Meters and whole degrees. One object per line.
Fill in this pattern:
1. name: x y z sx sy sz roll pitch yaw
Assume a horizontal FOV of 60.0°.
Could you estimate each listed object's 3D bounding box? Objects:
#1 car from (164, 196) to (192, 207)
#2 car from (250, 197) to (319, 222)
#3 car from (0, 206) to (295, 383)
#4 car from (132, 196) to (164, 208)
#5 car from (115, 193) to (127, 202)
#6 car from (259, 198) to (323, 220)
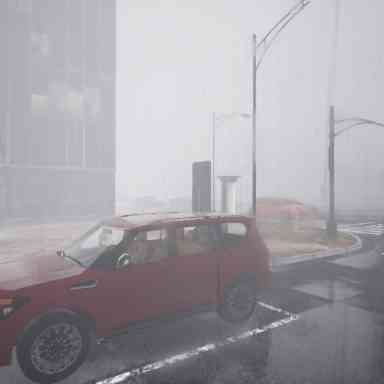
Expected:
1. car: -0.675 1.165 38.515 2.033 1.411 5.357 0 1 -36
2. car: 6.207 1.160 23.683 2.097 1.767 4.553 0 1 -35
3. car: -0.818 1.315 5.592 5.009 1.841 2.192 0 0 -35
4. car: -5.154 1.118 39.108 2.033 1.411 5.357 0 1 -36
5. car: -12.383 0.908 54.515 1.812 1.442 4.674 0 1 -36
6. car: 7.879 1.300 26.940 1.837 1.490 4.892 0 1 -36
